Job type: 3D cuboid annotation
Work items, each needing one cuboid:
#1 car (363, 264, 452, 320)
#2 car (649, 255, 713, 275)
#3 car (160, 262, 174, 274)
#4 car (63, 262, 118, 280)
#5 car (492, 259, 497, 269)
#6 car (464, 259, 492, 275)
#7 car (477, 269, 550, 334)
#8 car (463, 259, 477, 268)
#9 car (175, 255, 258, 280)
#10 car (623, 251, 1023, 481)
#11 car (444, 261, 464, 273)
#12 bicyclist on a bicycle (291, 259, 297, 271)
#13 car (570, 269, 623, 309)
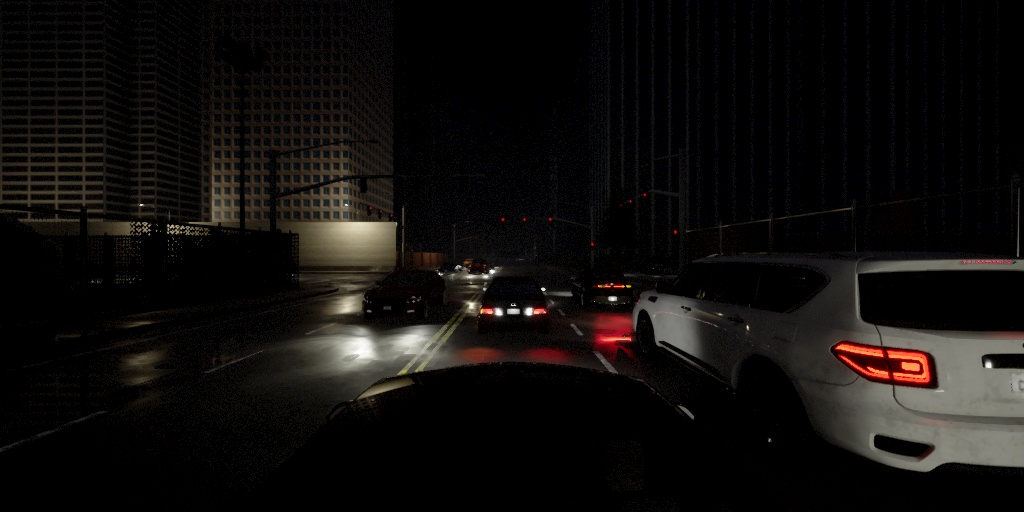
[{"bbox_3d":[-3.602,1.228,12.853,1.882,1.535,5.008,0,0,0],"label":"car"},{"bbox_3d":[17.307,0.917,36.883,5.566,2.045,2.150,0,0,0],"label":"car"},{"bbox_3d":[-34.196,1.258,36.993,4.181,1.385,1.994,0,0,0],"label":"car"},{"bbox_3d":[-35.817,1.200,29.798,4.892,1.490,1.837,0,0,0],"label":"car"},{"bbox_3d":[-3.601,1.350,53.008,1.895,1.301,4.718,0,0,0],"label":"car"},{"bbox_3d":[-3.603,1.079,39.073,2.097,1.767,4.553,0,0,0],"label":"car"},{"bbox_3d":[0.055,1.297,10.600,2.033,1.411,5.357,0,0,1],"label":"car"},{"bbox_3d":[-7.082,1.227,61.042,1.882,1.535,5.008,0,0,0],"label":"car"},{"bbox_3d":[-24.085,0.916,29.768,5.566,2.045,2.150,0,0,0],"label":"car"},{"bbox_3d":[3.601,0.971,5.166,2.150,2.045,5.566,0,0,0],"label":"car"},{"bbox_3d":[-7.387,1.297,44.135,2.033,1.411,5.357,0,0,5],"label":"car"},{"bbox_3d":[-25.578,0.995,41.753,0.582,1.620,1.656,0,0,0],"label":"bicyclist on a bicycle"},{"bbox_3d":[3.636,1.255,15.026,1.837,1.490,4.892,0,0,2],"label":"car"}]
